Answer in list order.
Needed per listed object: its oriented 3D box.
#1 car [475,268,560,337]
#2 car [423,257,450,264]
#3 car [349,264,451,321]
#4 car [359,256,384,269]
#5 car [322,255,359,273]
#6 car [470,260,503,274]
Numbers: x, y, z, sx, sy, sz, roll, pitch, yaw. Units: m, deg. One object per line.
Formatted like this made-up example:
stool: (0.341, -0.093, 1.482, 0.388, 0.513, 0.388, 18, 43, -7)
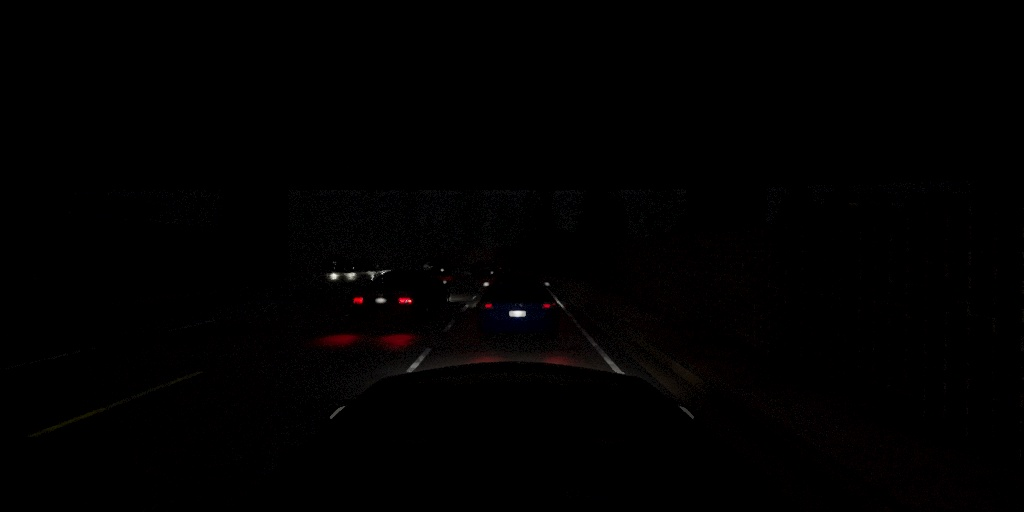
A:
car: (0.130, 1.204, 9.846, 1.994, 1.385, 4.181, 0, 1, 0)
car: (-6.598, 0.851, 31.440, 1.837, 1.490, 4.892, 0, 1, -22)
car: (-3.350, 1.162, 11.716, 2.033, 1.411, 5.357, 0, 1, 0)
car: (-15.491, 0.739, 38.705, 2.128, 1.511, 4.902, 0, 1, -43)
car: (-17.075, 0.647, 35.189, 2.097, 1.767, 4.553, -1, 1, -40)
car: (-2.238, 0.968, 29.891, 1.895, 1.301, 4.718, 0, 1, -18)
